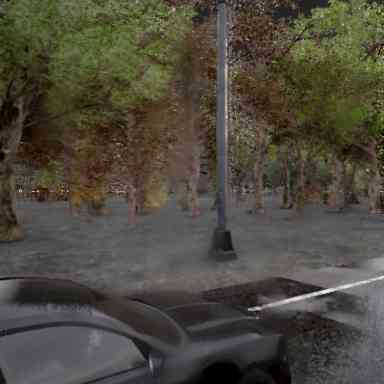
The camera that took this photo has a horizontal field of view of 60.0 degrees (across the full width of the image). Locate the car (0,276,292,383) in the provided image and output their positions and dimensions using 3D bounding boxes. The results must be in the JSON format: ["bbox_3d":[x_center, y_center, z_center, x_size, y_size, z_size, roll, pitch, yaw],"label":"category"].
[{"bbox_3d":[-1.327,1.477,2.634,5.008,1.535,1.882,0,0,-34],"label":"car"}]
